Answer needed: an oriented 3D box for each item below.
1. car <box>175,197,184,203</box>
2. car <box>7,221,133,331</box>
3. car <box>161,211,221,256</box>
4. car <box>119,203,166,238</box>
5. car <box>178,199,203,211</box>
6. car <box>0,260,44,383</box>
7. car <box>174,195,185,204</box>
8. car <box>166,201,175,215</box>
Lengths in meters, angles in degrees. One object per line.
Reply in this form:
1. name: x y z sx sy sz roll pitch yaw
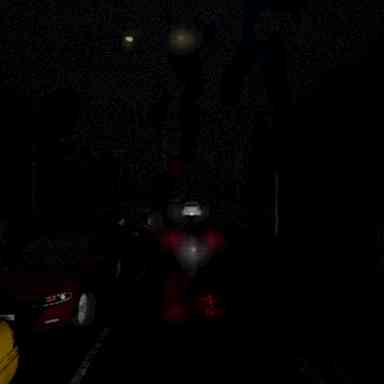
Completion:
1. car: -2.892 1.870 77.516 1.802 1.307 4.206 0 0 0
2. car: -2.654 1.559 7.016 1.887 1.381 4.507 1 0 0
3. car: 0.036 1.631 13.148 1.895 1.301 4.718 0 0 0
4. car: -2.690 1.482 17.776 1.967 1.590 4.097 1 0 0
5. car: -0.006 1.603 29.648 1.812 1.442 4.674 0 0 0
6. car: -2.636 1.528 1.466 1.752 1.417 4.829 1 0 0
7. car: -2.853 1.753 66.136 1.752 1.417 4.829 0 0 0
8. car: -2.727 1.639 28.537 1.947 1.339 4.313 0 0 0
